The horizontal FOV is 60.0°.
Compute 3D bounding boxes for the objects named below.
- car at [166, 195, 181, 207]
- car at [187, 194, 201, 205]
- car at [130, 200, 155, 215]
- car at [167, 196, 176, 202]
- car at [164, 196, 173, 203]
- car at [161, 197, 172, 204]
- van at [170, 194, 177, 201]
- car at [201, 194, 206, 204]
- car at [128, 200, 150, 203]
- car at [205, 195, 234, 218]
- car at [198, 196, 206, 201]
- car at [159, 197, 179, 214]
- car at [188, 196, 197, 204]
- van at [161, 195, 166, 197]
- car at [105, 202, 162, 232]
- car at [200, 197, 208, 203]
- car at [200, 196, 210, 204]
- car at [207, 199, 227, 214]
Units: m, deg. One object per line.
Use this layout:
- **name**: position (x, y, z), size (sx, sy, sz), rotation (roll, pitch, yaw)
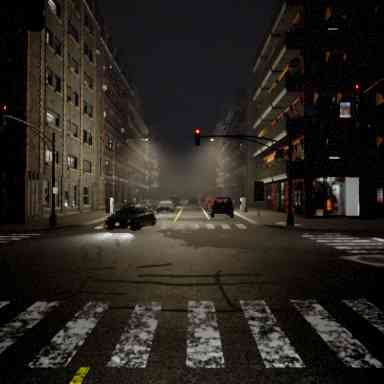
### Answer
- **car**: position (-2.750, 1.527, 53.708), size (1.882, 1.535, 5.008), rotation (0, 0, 0)
- **car**: position (0.192, 1.550, 59.889), size (1.882, 1.535, 5.008), rotation (0, 0, 0)
- **car**: position (-5.247, 1.581, 35.671), size (1.947, 1.339, 4.313), rotation (1, 0, 0)
- **car**: position (-5.179, 1.764, 85.733), size (2.008, 1.369, 4.403), rotation (1, 0, 0)
- **car**: position (-5.195, 1.671, 74.434), size (1.752, 1.417, 4.829), rotation (1, 0, 0)
- **car**: position (-5.203, 1.667, 69.042), size (2.008, 1.369, 4.403), rotation (1, 0, 0)
- **van**: position (-5.168, 1.589, 91.298), size (1.690, 1.788, 3.998), rotation (1, 0, 0)
- **car**: position (2.644, 1.336, 41.269), size (2.192, 1.841, 5.009), rotation (1, 0, 0)
- **car**: position (-5.255, 1.577, 30.109), size (1.947, 1.339, 4.313), rotation (1, 0, 0)
- **car**: position (2.629, 1.326, 30.144), size (2.192, 1.841, 5.009), rotation (1, 0, 0)
- **car**: position (2.709, 1.814, 91.318), size (1.947, 1.339, 4.313), rotation (1, 0, 0)
- **car**: position (-2.794, 1.563, 36.530), size (2.033, 1.411, 5.357), rotation (0, 0, 0)
- **car**: position (0.173, 1.601, 70.329), size (1.882, 1.535, 5.008), rotation (0, 0, 0)
- **van**: position (-5.206, 1.428, 63.478), size (1.690, 1.788, 3.998), rotation (1, 0, 0)
- **car**: position (-3.765, 1.638, 21.043), size (1.994, 1.385, 4.181), rotation (1, 1, 16)
- **car**: position (2.685, 1.729, 74.626), size (1.802, 1.307, 4.206), rotation (1, 0, 0)
- **car**: position (2.679, 1.557, 69.067), size (1.967, 1.590, 4.097), rotation (1, 0, 0)
- **car**: position (2.633, 1.540, 35.873), size (1.752, 1.417, 4.829), rotation (1, 0, 0)
